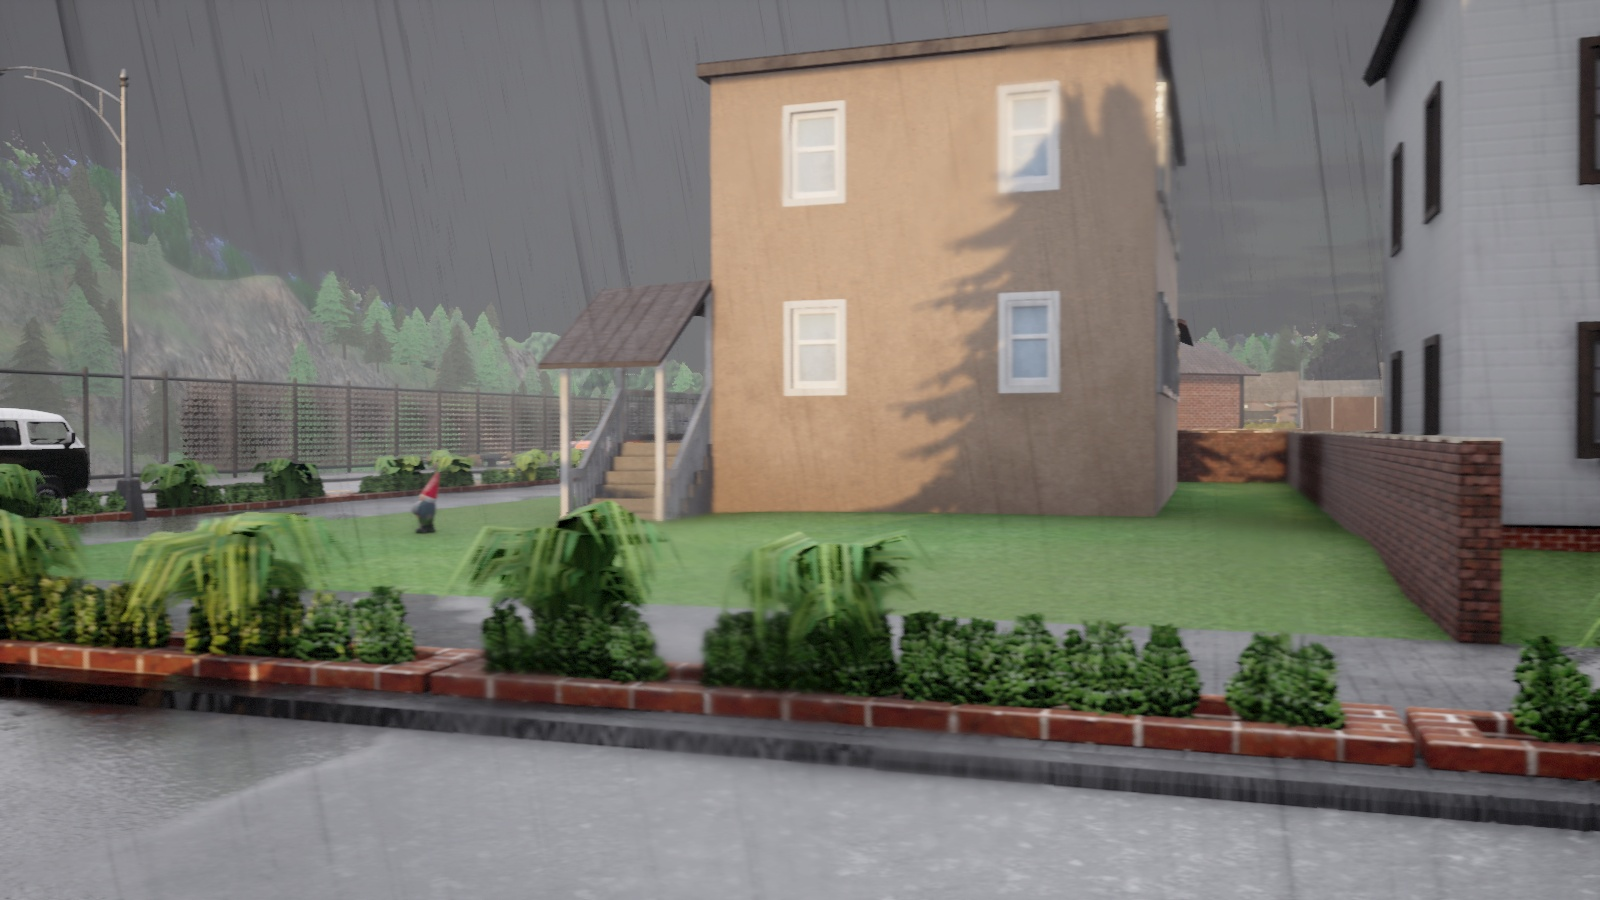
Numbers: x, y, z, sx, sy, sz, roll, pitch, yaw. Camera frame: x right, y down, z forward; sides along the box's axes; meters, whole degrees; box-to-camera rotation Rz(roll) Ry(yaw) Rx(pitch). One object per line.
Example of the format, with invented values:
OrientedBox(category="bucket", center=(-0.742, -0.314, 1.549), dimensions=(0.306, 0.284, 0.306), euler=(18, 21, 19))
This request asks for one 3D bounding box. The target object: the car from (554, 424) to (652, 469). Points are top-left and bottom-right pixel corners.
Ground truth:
OrientedBox(category="car", center=(-8.038, -0.179, 51.729), dimensions=(2.097, 1.767, 4.553), euler=(1, 1, 19))

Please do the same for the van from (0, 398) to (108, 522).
OrientedBox(category="van", center=(-14.172, 0.158, 20.867), dimensions=(2.069, 2.038, 4.480), euler=(0, 1, 17))
